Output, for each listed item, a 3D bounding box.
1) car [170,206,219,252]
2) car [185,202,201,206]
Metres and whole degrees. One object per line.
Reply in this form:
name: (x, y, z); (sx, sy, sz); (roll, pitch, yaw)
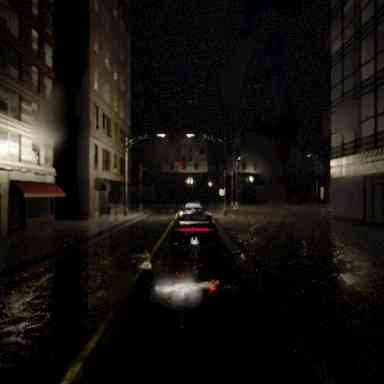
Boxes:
car: (0.094, 1.560, 14.203); (2.128, 1.511, 4.902); (0, 0, 0)
car: (0.087, 1.706, 31.812); (2.033, 1.411, 5.357); (0, 0, 0)
